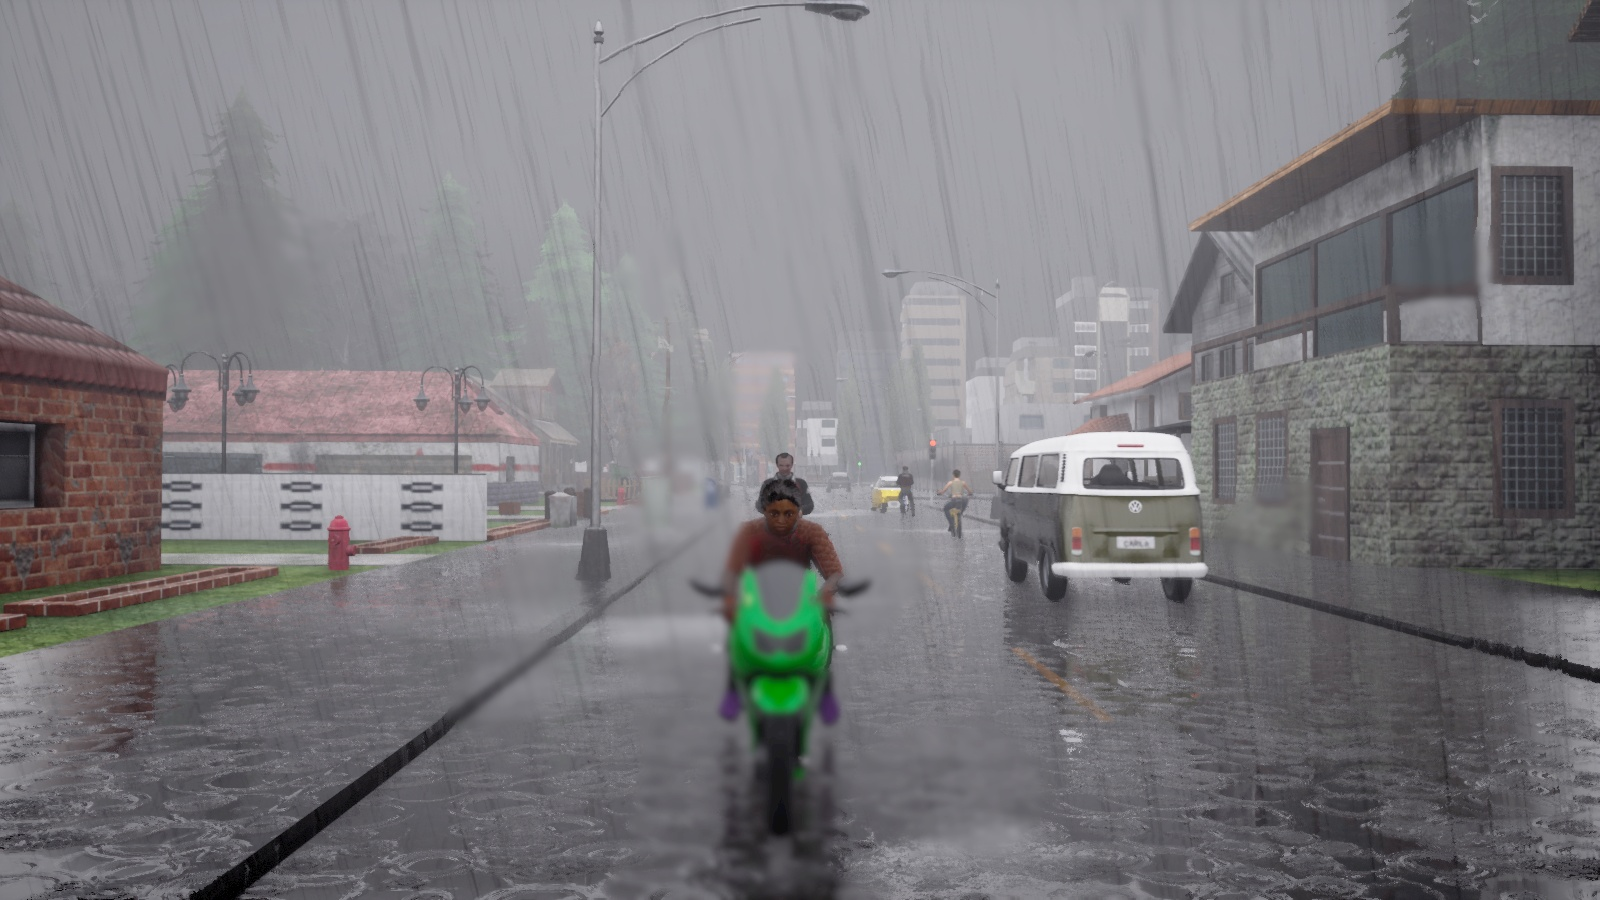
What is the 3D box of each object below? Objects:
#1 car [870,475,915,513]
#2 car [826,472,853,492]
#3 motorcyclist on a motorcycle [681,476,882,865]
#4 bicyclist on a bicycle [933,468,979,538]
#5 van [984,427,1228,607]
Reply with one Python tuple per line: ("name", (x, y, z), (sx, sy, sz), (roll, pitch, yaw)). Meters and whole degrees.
("car", (3.493, 1.654, 47.662), (1.481, 1.376, 2.207), (0, -1, -1))
("car", (2.988, 2.411, 95.714), (1.837, 1.490, 4.892), (0, -1, -1))
("motorcyclist on a motorcycle", (-0.084, 0.897, 6.029), (0.797, 1.523, 2.044), (0, -1, -1))
("bicyclist on a bicycle", (3.677, 1.233, 29.654), (0.866, 1.612, 1.509), (0, -1, -1))
("van", (3.808, 0.800, 16.531), (2.069, 2.038, 4.480), (0, -1, -1))
